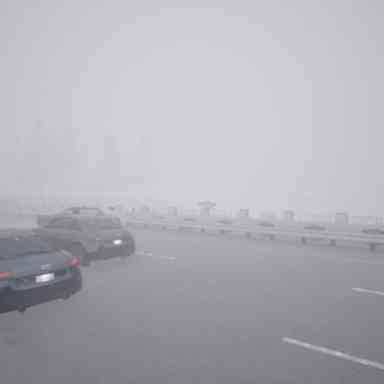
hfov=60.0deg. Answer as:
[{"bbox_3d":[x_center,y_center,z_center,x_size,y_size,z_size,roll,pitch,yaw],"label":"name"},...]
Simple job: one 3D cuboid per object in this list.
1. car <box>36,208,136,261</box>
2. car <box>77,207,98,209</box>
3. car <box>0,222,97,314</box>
[{"bbox_3d":[-3.843,1.445,11.108,4.181,1.385,1.994,1,0,36],"label":"car"},{"bbox_3d":[-5.894,1.431,16.910,4.718,1.301,1.895,1,0,36],"label":"car"},{"bbox_3d":[-4.226,1.467,7.067,4.181,1.385,1.994,1,0,36],"label":"car"}]
